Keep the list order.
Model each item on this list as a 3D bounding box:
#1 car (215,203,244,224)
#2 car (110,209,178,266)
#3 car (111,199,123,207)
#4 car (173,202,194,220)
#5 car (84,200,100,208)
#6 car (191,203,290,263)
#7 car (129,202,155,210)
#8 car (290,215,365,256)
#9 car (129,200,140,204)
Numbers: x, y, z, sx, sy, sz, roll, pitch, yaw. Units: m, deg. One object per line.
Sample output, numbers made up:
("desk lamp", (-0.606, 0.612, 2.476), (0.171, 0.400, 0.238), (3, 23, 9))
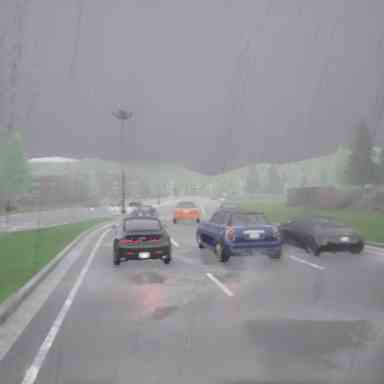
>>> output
("car", (3.062, 1.722, 28.121), (1.837, 1.490, 4.892), (-1, 0, 0))
("car", (-1.898, 1.630, 12.199), (1.837, 1.490, 4.892), (0, 0, -12))
("car", (-14.842, 2.192, 66.273), (2.128, 1.511, 4.902), (-1, -1, 1))
("car", (-0.442, 1.593, 27.879), (2.097, 1.767, 4.553), (0, -1, 0))
("car", (-18.460, 2.254, 61.467), (1.994, 1.385, 4.181), (-1, 0, 2))
("car", (1.569, 1.446, 12.702), (2.097, 1.767, 4.553), (0, -1, -12))
("car", (-3.942, 1.820, 27.775), (2.033, 1.411, 5.357), (-1, 0, 0))
("car", (4.958, 1.638, 13.613), (1.994, 1.385, 4.181), (0, 0, -12))
("car", (-11.336, 2.269, 66.399), (1.895, 1.301, 4.718), (-1, -1, 1))
